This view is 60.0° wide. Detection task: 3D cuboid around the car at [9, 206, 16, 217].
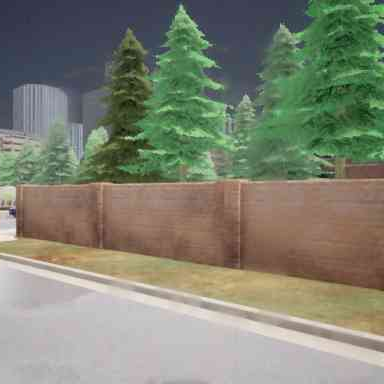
[{"bbox_3d":[-14.016,1.478,30.448,1.882,1.535,5.008,0,0,35],"label":"car"}]
